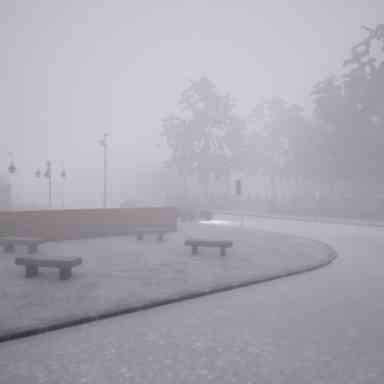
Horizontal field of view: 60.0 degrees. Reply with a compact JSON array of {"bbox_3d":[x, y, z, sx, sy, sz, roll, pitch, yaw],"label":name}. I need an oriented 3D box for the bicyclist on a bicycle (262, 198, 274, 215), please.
[{"bbox_3d":[7.234,1.356,31.610,1.656,1.620,0.582,0,0,-36],"label":"bicyclist on a bicycle"}]

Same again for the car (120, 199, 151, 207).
[{"bbox_3d":[-6.129,1.507,35.925,1.837,1.490,4.892,0,0,-35],"label":"car"}]

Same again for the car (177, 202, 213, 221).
[{"bbox_3d":[-0.104,1.568,27.445,1.994,1.385,4.181,0,0,-35],"label":"car"}]
